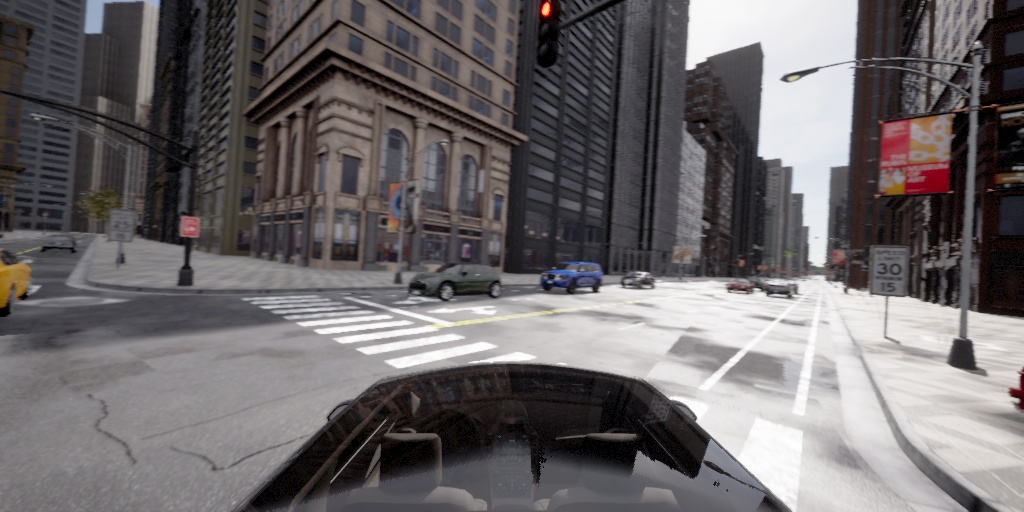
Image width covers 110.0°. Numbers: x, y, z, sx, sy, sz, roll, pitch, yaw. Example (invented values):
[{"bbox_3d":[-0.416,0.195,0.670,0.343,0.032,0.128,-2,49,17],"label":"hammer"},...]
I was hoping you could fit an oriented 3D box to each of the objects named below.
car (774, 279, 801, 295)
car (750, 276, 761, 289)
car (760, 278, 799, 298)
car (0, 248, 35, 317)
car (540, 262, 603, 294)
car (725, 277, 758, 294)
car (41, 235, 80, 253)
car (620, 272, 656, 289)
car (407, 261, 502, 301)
[{"bbox_3d":[32.551,3.620,42.294,2.128,1.511,4.902,3,-1,41],"label":"car"},{"bbox_3d":[30.019,3.338,44.323,2.097,1.767,4.553,3,-1,41],"label":"car"},{"bbox_3d":[25.174,3.074,33.728,2.128,1.511,4.902,3,-1,42],"label":"car"},{"bbox_3d":[-12.788,0.454,8.226,5.008,1.535,1.882,4,-1,41],"label":"car"},{"bbox_3d":[4.222,1.414,24.633,2.150,2.045,5.566,3,-1,41],"label":"car"},{"bbox_3d":[23.160,3.081,36.359,1.895,1.301,4.718,3,-1,41],"label":"car"},{"bbox_3d":[-38.178,-1.039,30.339,5.357,1.411,2.033,3,-1,41],"label":"car"},{"bbox_3d":[11.784,2.232,33.363,2.128,1.511,4.902,3,-1,41],"label":"car"},{"bbox_3d":[-2.553,1.057,16.824,2.097,1.767,4.553,3,-1,41],"label":"car"}]
